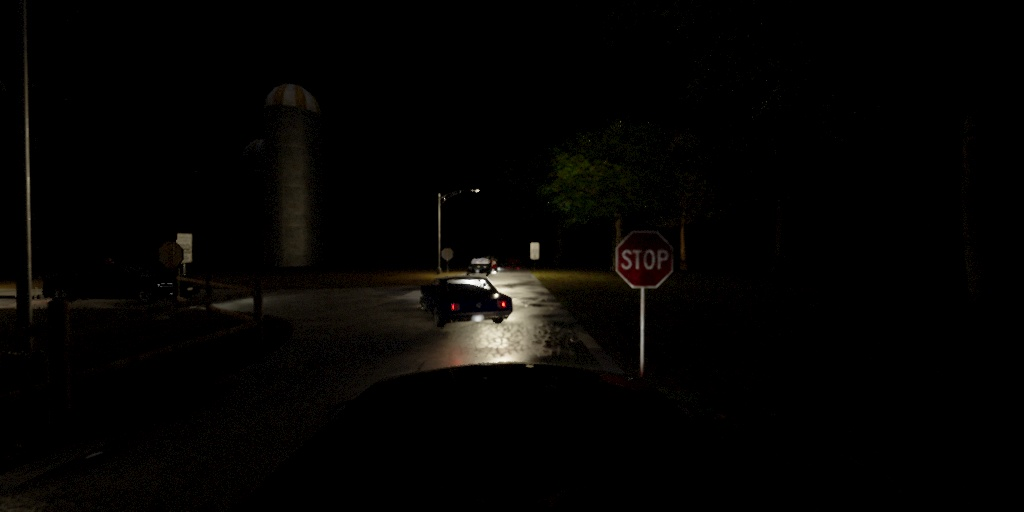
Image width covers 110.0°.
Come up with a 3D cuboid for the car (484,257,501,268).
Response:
[{"bbox_3d":[-2.725,0.841,51.700,2.128,1.511,4.902,0,0,0],"label":"car"}]

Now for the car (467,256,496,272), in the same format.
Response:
[{"bbox_3d":[-2.782,0.953,31.460,2.128,1.511,4.902,0,0,0],"label":"car"}]

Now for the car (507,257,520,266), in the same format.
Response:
[{"bbox_3d":[0.217,0.860,55.874,1.812,1.442,4.674,0,0,0],"label":"car"}]

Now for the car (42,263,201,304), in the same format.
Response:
[{"bbox_3d":[-15.521,1.056,14.433,5.008,1.535,1.882,0,1,-2],"label":"car"}]

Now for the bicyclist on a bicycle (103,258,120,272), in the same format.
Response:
[{"bbox_3d":[-22.700,0.936,20.325,0.582,1.620,1.656,0,1,0],"label":"bicyclist on a bicycle"}]

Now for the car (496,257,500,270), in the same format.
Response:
[{"bbox_3d":[-2.758,0.749,41.465,2.097,1.767,4.553,0,0,0],"label":"car"}]

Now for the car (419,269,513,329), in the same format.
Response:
[{"bbox_3d":[-1.649,1.250,11.033,1.895,1.301,4.718,0,1,-21],"label":"car"}]
